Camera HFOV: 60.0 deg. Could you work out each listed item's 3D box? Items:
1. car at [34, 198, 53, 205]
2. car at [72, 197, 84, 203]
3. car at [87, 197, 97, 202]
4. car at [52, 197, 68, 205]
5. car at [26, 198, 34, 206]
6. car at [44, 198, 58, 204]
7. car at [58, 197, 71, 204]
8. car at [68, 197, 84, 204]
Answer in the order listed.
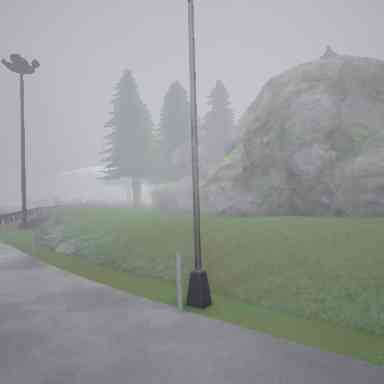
[{"bbox_3d":[-32.522,2.157,73.781,1.837,1.490,4.892,-2,0,-5],"label":"car"},{"bbox_3d":[-30.318,2.156,88.618,1.812,1.442,4.674,-2,0,-5],"label":"car"},{"bbox_3d":[-26.833,2.065,88.926,2.128,1.511,4.902,-2,0,-5],"label":"car"},{"bbox_3d":[-29.072,2.132,74.503,1.994,1.385,4.181,-2,0,-5],"label":"car"},{"bbox_3d":[-36.078,2.133,74.240,2.097,1.767,4.553,-2,0,-5],"label":"car"},{"bbox_3d":[-37.288,2.368,88.002,1.994,1.385,4.181,-2,0,-5],"label":"car"},{"bbox_3d":[-33.804,2.224,88.310,1.837,1.490,4.892,-2,0,-5],"label":"car"},{"bbox_3d":[-25.552,1.973,74.396,1.837,1.490,4.892,-2,0,-5],"label":"car"}]
